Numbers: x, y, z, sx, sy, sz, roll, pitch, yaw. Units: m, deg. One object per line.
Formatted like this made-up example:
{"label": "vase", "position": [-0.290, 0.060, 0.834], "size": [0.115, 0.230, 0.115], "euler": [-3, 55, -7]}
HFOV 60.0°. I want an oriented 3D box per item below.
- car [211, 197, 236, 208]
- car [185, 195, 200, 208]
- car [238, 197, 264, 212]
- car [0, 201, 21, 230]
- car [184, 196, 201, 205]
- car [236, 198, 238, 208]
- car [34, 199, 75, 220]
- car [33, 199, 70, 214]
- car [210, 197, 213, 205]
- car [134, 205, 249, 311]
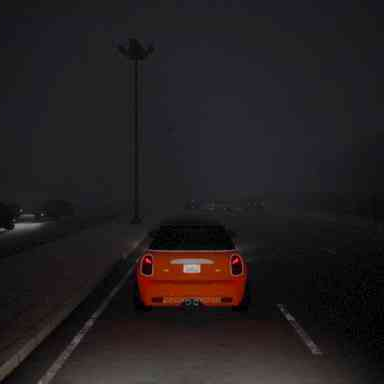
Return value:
{"label": "car", "position": [3.579, 1.601, 38.915], "size": [1.895, 1.301, 4.718], "euler": [0, 0, 0]}
{"label": "car", "position": [0.146, 1.352, 49.211], "size": [2.097, 1.767, 4.553], "euler": [0, 0, 0]}
{"label": "car", "position": [7.081, 1.352, 39.249], "size": [2.097, 1.767, 4.553], "euler": [0, 0, 0]}
{"label": "car", "position": [-11.584, 1.352, 17.899], "size": [2.097, 1.767, 4.553], "euler": [0, 0, 0]}
{"label": "car", "position": [0.079, 1.492, 38.825], "size": [2.128, 1.511, 4.902], "euler": [0, 0, 0]}
{"label": "car", "position": [7.146, 1.547, 49.200], "size": [2.033, 1.411, 5.357], "euler": [0, 0, 0]}
{"label": "car", "position": [-11.567, 1.492, 28.222], "size": [2.128, 1.511, 4.902], "euler": [0, 0, 1]}
{"label": "car", "position": [-15.004, 1.505, 35.727], "size": [1.837, 1.490, 4.892], "euler": [0, 0, 1]}
{"label": "car", "position": [3.646, 1.492, 49.220], "size": [2.128, 1.511, 4.902], "euler": [0, 0, 0]}
{"label": "car", "position": [-0.001, 1.352, 7.919], "size": [2.097, 1.767, 4.553], "euler": [0, 0, 0]}
